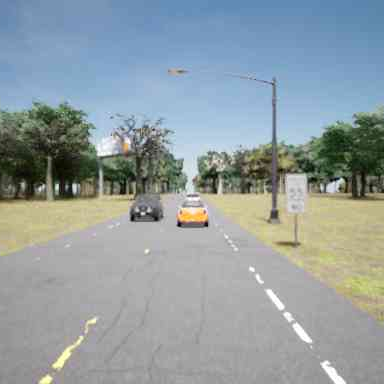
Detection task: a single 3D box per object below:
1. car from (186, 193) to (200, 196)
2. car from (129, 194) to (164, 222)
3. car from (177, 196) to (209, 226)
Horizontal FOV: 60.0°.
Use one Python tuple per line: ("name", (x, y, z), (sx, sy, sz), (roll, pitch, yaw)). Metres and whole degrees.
("car", (0.109, 1.097, 42.450), (2.150, 2.045, 5.566), (0, 1, 0))
("car", (-3.541, 1.225, 26.890), (2.150, 2.045, 5.566), (0, 0, 1))
("car", (0.077, 1.364, 23.832), (2.097, 1.767, 4.553), (0, 0, 0))
